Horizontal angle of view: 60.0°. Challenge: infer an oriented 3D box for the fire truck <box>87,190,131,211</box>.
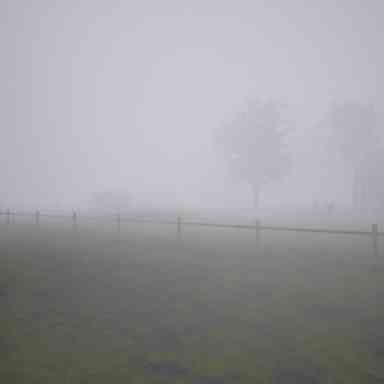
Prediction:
[{"bbox_3d":[-15.516,1.536,62.689,2.891,3.827,8.468,-2,-2,36],"label":"fire truck"}]
